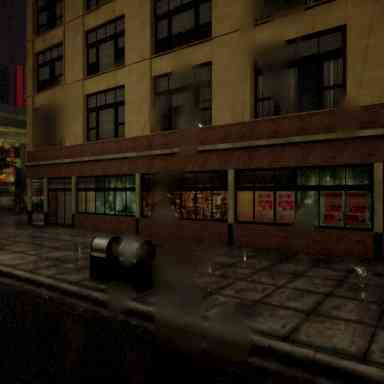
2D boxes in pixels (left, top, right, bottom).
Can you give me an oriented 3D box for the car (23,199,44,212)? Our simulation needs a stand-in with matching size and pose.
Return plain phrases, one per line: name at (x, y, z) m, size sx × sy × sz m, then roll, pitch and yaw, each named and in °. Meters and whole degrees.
car at (-16.778, 1.547, 38.892) m, size 2.033 × 1.411 × 5.357 m, roll 0°, pitch 0°, yaw 36°
